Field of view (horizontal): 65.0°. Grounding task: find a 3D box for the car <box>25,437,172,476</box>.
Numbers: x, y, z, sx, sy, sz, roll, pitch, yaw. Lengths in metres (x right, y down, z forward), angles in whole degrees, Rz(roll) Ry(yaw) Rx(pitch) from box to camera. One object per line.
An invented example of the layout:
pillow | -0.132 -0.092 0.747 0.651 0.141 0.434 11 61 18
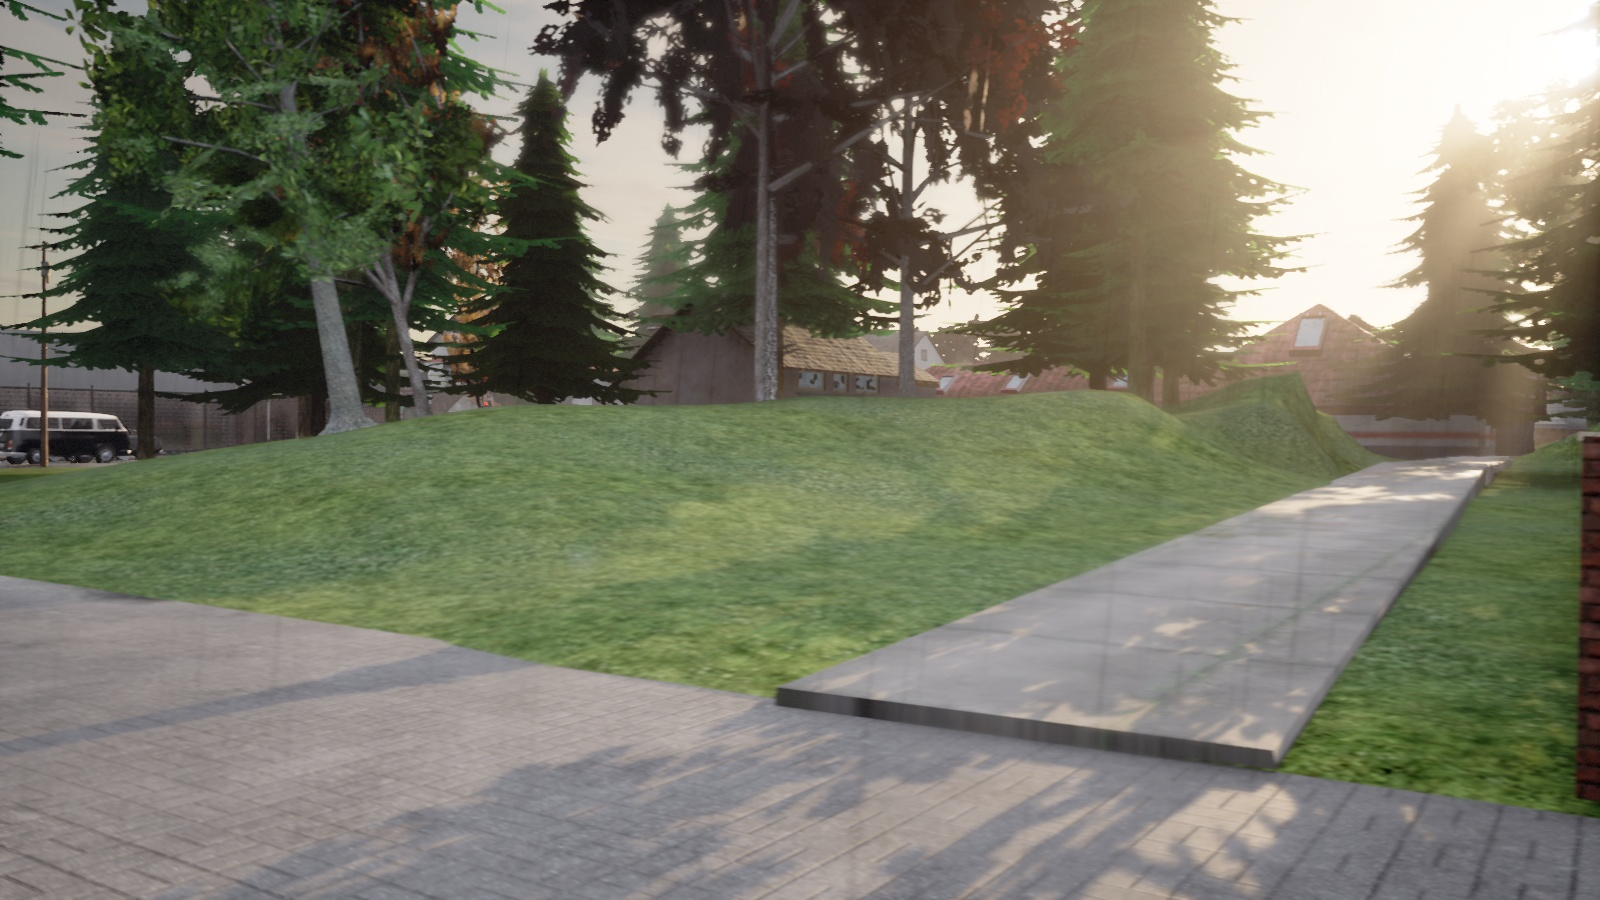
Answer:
car | -29.303 0.235 52.595 2.128 1.511 4.902 0 1 33

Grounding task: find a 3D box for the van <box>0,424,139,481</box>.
van | -27.841 0.058 47.558 2.069 2.038 4.480 0 1 34
